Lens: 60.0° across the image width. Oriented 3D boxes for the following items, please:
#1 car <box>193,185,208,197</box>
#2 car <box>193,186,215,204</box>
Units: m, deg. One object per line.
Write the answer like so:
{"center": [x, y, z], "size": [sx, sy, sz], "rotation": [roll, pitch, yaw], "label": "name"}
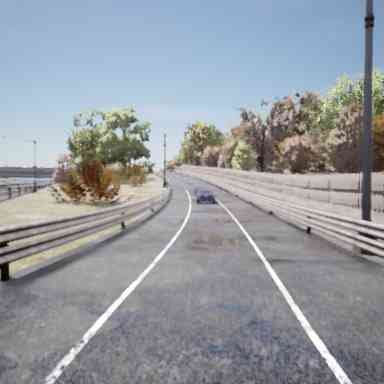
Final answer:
{"center": [1.255, -0.206, 50.331], "size": [1.994, 1.385, 4.181], "rotation": [0, 5, -3], "label": "car"}
{"center": [1.566, 0.367, 39.321], "size": [2.097, 1.767, 4.553], "rotation": [0, 3, -1], "label": "car"}
